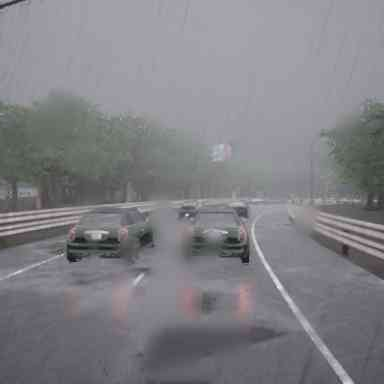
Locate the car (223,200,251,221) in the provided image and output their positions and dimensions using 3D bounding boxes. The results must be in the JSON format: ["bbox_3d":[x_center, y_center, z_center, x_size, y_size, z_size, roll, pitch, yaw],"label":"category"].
[{"bbox_3d":[4.063,1.533,29.168,1.882,1.535,5.008,0,0,14],"label":"car"}]

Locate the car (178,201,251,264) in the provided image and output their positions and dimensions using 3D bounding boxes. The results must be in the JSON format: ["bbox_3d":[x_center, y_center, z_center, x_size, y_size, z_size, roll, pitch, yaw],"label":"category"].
[{"bbox_3d":[0.933,1.346,12.068,2.097,1.767,4.553,0,0,6],"label":"car"}]

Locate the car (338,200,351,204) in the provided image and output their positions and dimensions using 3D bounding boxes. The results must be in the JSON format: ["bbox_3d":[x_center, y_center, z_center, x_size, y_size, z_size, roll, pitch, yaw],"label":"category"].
[{"bbox_3d":[39.834,2.312,86.982,5.008,1.535,1.882,2,-1,-43],"label":"car"}]

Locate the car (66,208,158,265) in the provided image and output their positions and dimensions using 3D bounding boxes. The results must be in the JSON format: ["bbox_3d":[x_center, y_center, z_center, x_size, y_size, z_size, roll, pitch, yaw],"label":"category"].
[{"bbox_3d":[-2.600,1.339,11.924,2.097,1.767,4.553,0,0,6],"label":"car"}]
